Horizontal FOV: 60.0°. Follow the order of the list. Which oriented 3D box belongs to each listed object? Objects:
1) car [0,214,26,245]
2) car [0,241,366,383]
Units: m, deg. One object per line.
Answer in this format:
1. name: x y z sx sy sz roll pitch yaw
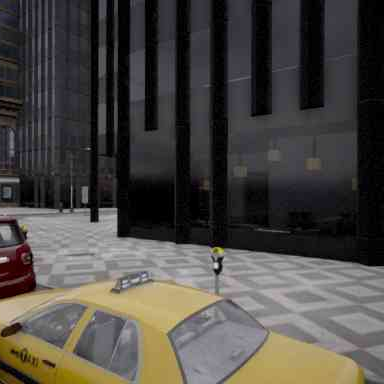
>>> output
1. car: -5.109 1.313 6.560 5.009 1.841 2.192 0 0 35
2. car: -0.814 1.525 3.531 4.829 1.417 1.752 0 0 35
